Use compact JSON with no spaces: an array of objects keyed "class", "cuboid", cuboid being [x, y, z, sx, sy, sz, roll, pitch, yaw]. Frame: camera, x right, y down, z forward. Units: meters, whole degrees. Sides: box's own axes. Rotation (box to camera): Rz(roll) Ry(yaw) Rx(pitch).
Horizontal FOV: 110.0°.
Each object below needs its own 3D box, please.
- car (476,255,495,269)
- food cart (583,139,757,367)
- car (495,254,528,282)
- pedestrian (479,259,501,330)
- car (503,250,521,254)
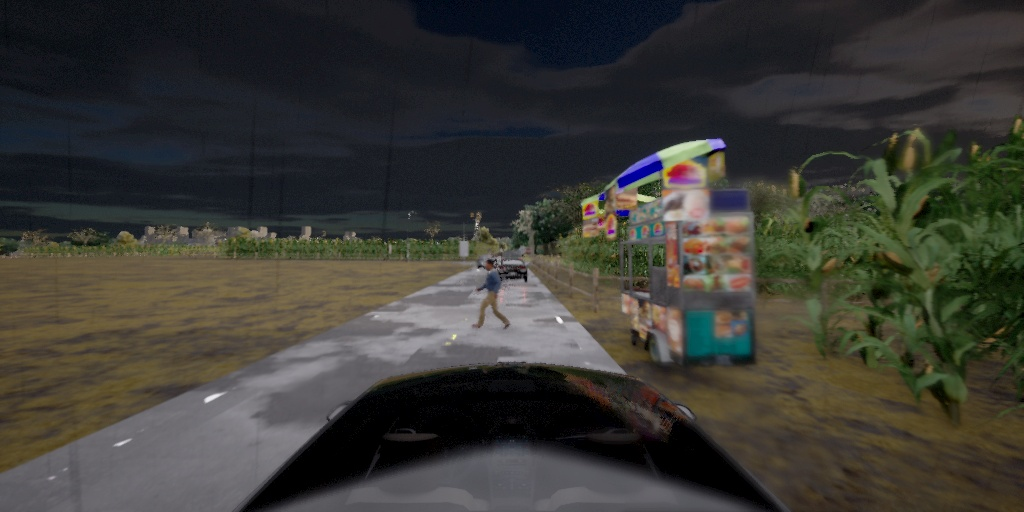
[{"class":"car","cuboid":[-2.735,0.643,39.198,2.128,1.511,4.902,0,1,1]},{"class":"food cart","cuboid":[3.124,0.125,7.302,2.280,3.560,4.660,0,0,0]},{"class":"car","cuboid":[0.059,0.868,24.168,1.882,1.535,5.008,0,1,0]},{"class":"pedestrian","cuboid":[-0.544,0.928,8.920,0.375,1.860,0.375,1,0,0]},{"class":"car","cuboid":[0.013,0.412,36.729,2.150,2.045,5.566,0,1,0]}]
